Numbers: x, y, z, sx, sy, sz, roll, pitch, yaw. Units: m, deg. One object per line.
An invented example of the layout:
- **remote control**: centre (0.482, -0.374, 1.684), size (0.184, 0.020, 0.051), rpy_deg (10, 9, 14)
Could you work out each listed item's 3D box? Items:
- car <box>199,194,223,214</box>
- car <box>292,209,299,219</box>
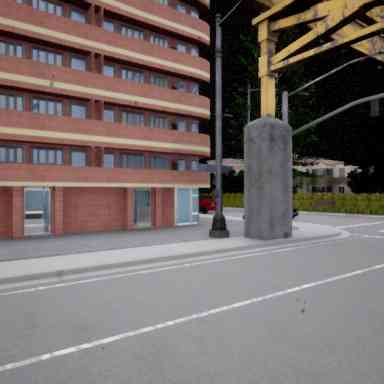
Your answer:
- **car**: centre (1.025, 1.256, 36.568), size (2.150, 2.045, 5.566), rpy_deg (0, 0, -35)
- **car**: centre (6.748, 1.613, 28.496), size (1.895, 1.301, 4.718), rpy_deg (0, 0, -35)
